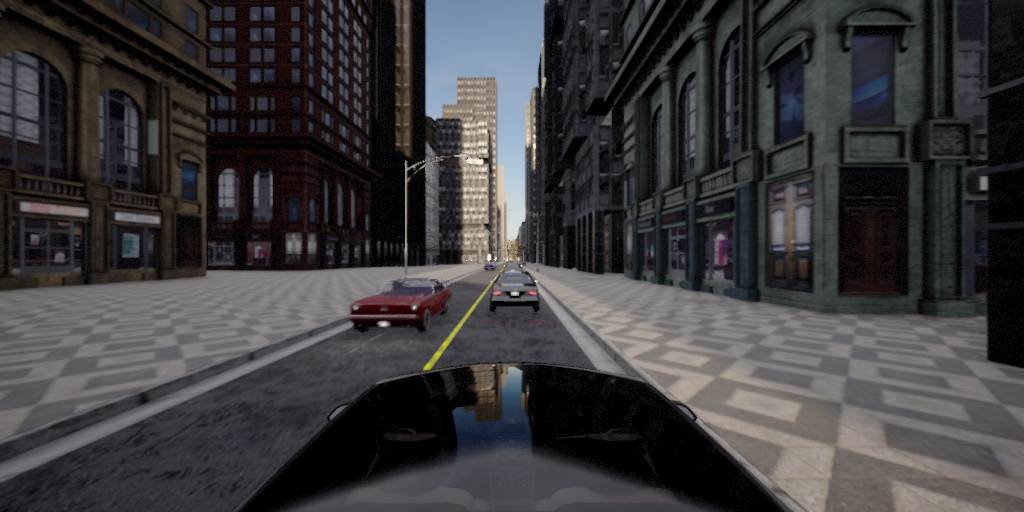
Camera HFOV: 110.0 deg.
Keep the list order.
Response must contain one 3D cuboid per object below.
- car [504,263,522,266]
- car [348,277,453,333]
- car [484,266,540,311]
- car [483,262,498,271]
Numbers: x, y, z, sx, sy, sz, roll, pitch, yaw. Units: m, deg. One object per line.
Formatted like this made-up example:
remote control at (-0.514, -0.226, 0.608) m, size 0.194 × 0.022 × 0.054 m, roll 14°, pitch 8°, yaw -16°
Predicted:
car at (0.088, 1.378, 35.992) m, size 1.994 × 1.385 × 4.181 m, roll 0°, pitch 0°, yaw 0°
car at (-3.106, 1.355, 10.915) m, size 1.895 × 1.301 × 4.718 m, roll 0°, pitch 0°, yaw 0°
car at (0.095, 1.306, 14.468) m, size 2.033 × 1.411 × 5.357 m, roll 0°, pitch 0°, yaw 0°
car at (-3.096, 1.515, 51.794) m, size 1.895 × 1.301 × 4.718 m, roll 0°, pitch -1°, yaw 0°
